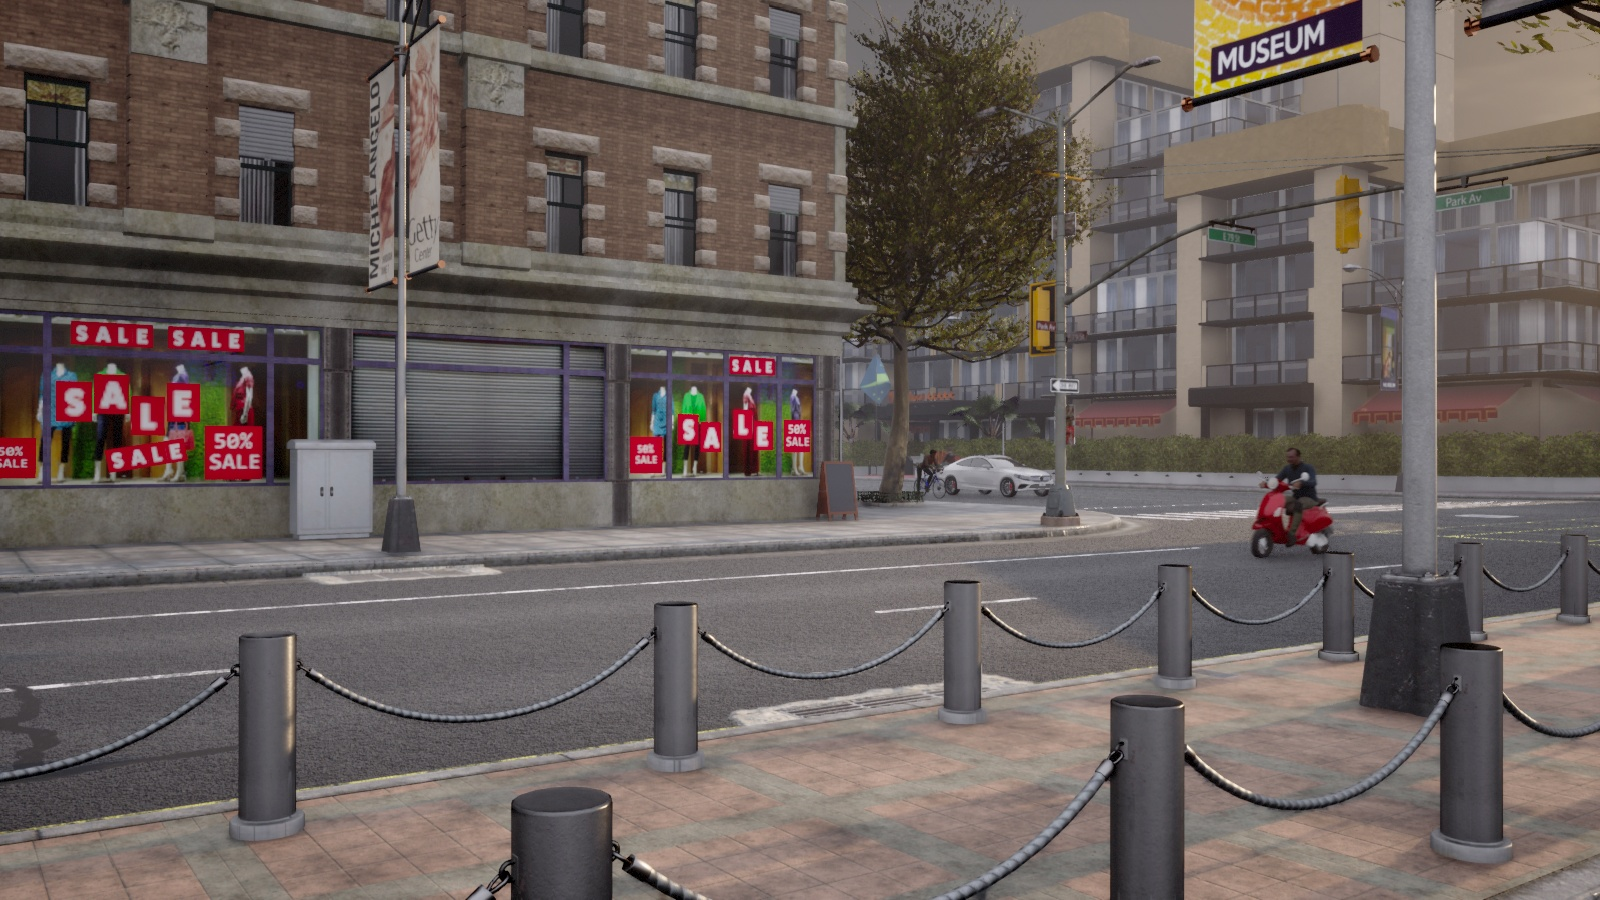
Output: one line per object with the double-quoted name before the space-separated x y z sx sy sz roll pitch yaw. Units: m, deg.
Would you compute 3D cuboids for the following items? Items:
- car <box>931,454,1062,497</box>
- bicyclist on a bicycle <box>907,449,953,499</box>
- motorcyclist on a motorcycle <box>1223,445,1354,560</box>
"car" 6.844 0.864 44.275 1.812 1.442 4.674 0 0 -35
"bicyclist on a bicycle" 4.320 0.791 41.780 0.582 1.620 1.656 0 0 -35
"motorcyclist on a motorcycle" 7.103 0.728 18.236 1.817 1.590 0.866 0 0 -33
